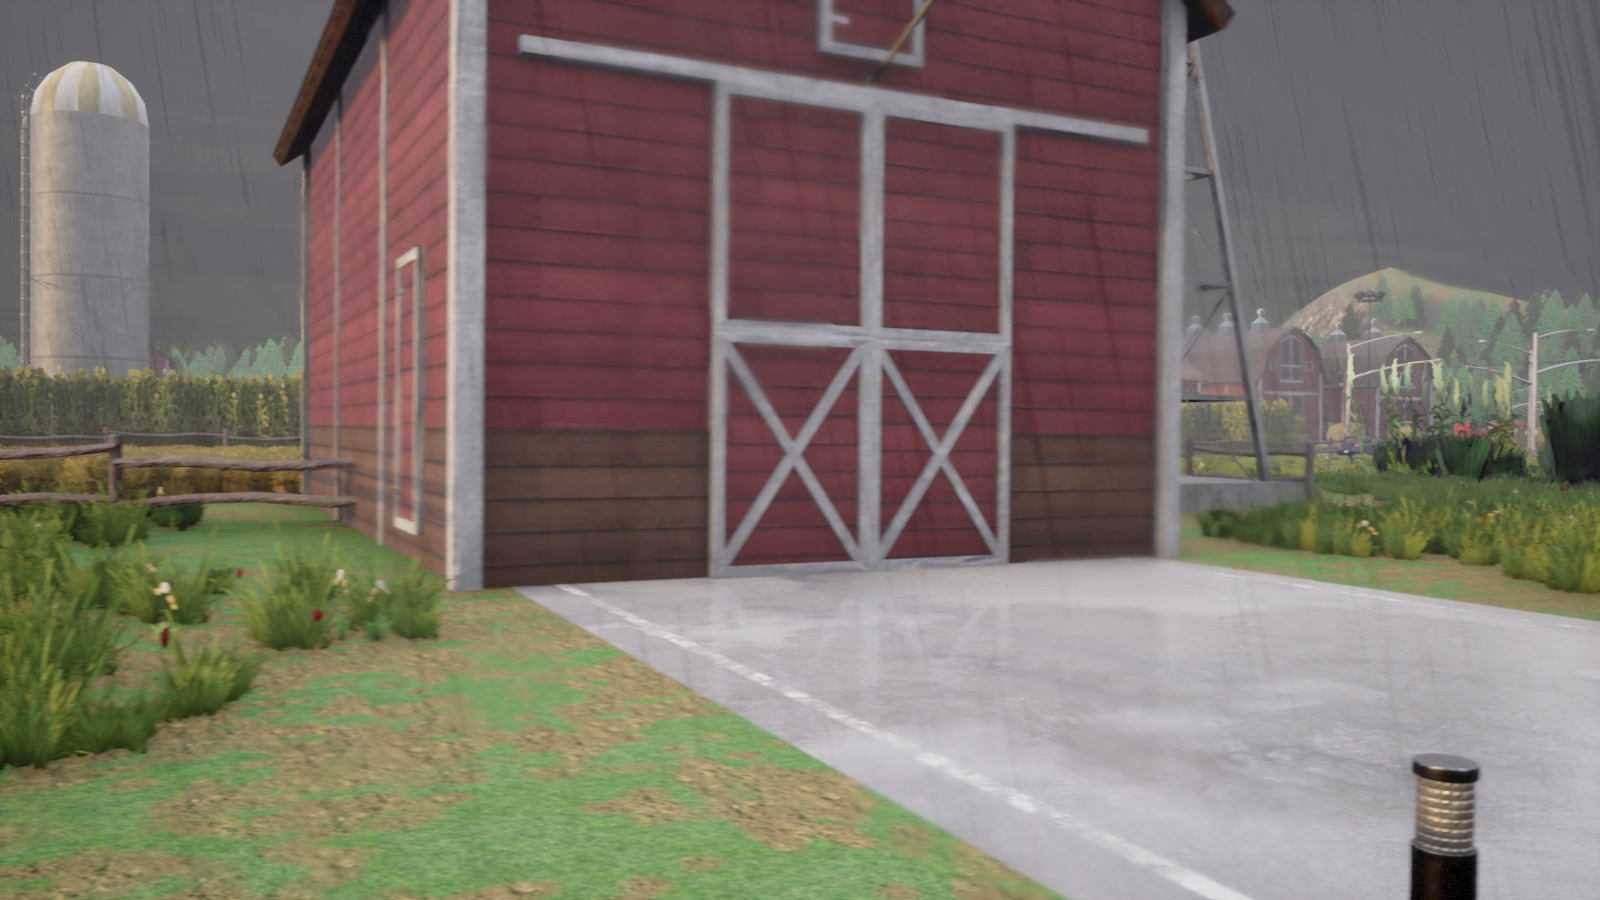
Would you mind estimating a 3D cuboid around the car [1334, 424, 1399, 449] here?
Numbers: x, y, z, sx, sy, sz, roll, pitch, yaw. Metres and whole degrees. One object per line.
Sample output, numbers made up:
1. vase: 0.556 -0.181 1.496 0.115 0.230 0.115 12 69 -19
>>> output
1. car: 35.757 -0.864 79.259 3.633 1.501 1.845 -1 1 -26
